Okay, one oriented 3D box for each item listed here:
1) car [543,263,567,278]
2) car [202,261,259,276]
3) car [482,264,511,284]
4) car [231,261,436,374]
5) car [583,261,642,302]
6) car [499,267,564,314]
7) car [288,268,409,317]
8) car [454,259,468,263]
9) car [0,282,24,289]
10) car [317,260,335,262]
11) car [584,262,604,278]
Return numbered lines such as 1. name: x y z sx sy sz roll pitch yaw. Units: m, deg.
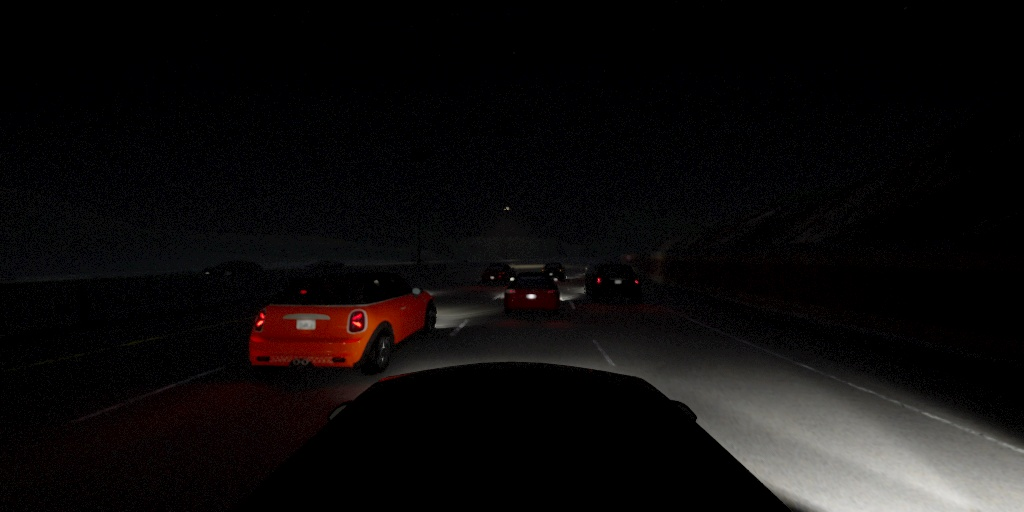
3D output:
1. car: 3.620 1.294 31.159 1.812 1.442 4.674 0 0 12
2. car: -24.940 1.184 32.250 1.837 1.490 4.892 0 0 11
3. car: -0.912 1.278 26.379 1.812 1.442 4.674 0 0 10
4. car: -3.132 1.093 7.726 2.097 1.767 4.553 0 0 2
5. car: 4.738 1.120 17.271 2.097 1.767 4.553 0 0 7
6. car: 0.838 1.319 13.942 1.994 1.385 4.181 0 0 5
7. car: -6.192 1.281 14.498 2.033 1.411 5.357 0 0 6
8. car: -8.366 1.262 58.559 1.812 1.442 4.674 0 0 13
9. car: -17.191 1.262 10.299 1.994 1.385 4.181 0 0 4
10. car: -20.088 1.186 38.492 2.128 1.511 4.902 0 0 12
11. car: 8.194 1.309 35.750 1.812 1.442 4.674 0 0 12
